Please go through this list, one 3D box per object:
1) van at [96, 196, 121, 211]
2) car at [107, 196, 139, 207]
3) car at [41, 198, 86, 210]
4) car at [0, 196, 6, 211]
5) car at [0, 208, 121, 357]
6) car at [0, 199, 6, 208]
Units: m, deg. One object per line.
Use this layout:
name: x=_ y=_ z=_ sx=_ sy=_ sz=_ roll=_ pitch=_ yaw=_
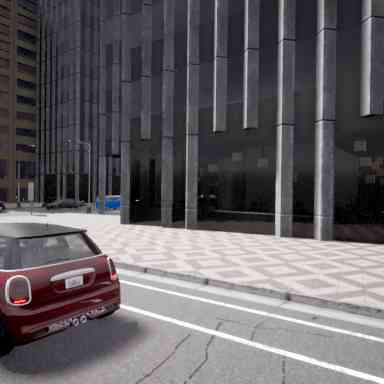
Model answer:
van: x=-9.690 y=1.339 z=40.271 sx=1.690 sy=1.788 sz=3.998 roll=1 pitch=1 yaw=36
car: x=-10.209 y=1.428 z=49.578 sx=1.812 sy=1.442 sz=4.674 roll=1 pitch=1 yaw=36
car: x=-15.955 y=1.461 z=41.607 sx=2.033 sy=1.411 sz=5.357 roll=1 pitch=1 yaw=36
car: x=-22.972 y=1.323 z=36.432 sx=1.967 sy=1.590 sz=4.097 roll=1 pitch=1 yaw=36
car: x=-3.474 y=1.349 z=6.155 sx=4.553 sy=1.767 sz=2.097 roll=0 pitch=0 yaw=35
car: x=-21.543 y=1.277 z=33.784 sx=2.097 sy=1.767 sz=4.553 roll=1 pitch=1 yaw=35
